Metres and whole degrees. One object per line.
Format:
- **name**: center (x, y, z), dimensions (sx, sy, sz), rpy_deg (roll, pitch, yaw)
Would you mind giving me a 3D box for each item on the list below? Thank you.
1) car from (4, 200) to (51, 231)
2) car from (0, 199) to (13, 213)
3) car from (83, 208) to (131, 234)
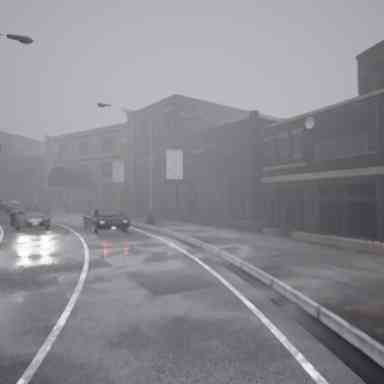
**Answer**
- **car**: center (-10.036, 1.489, 20.561), dimensions (2.128, 1.511, 4.902), rpy_deg (0, 0, -33)
- **car**: center (-19.921, 1.517, 35.899), dimensions (4.674, 1.442, 1.812), rpy_deg (0, -1, 35)
- **car**: center (-5.180, 1.613, 19.647), dimensions (1.895, 1.301, 4.718), rpy_deg (0, 0, -27)
